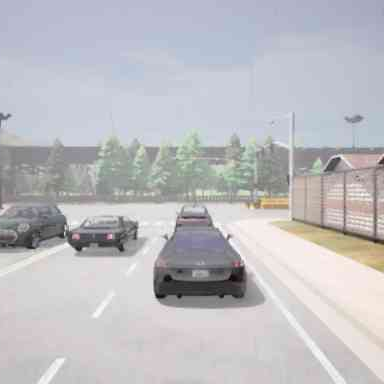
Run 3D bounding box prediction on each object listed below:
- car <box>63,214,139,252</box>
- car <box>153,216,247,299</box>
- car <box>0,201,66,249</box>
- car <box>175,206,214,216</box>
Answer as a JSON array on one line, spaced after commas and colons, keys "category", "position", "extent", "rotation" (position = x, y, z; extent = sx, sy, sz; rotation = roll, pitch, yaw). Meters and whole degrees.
[{"category": "car", "position": [-3.403, 1.577, 13.780], "extent": [1.895, 1.301, 4.718], "rotation": [0, 0, 0]}, {"category": "car", "position": [0.145, 1.549, 8.461], "extent": [1.994, 1.385, 4.181], "rotation": [0, 0, -1]}, {"category": "car", "position": [-7.061, 1.326, 14.277], "extent": [2.097, 1.767, 4.553], "rotation": [0, 0, 0]}, {"category": "car", "position": [0.113, 1.462, 17.364], "extent": [2.128, 1.511, 4.902], "rotation": [0, 0, 1]}]
